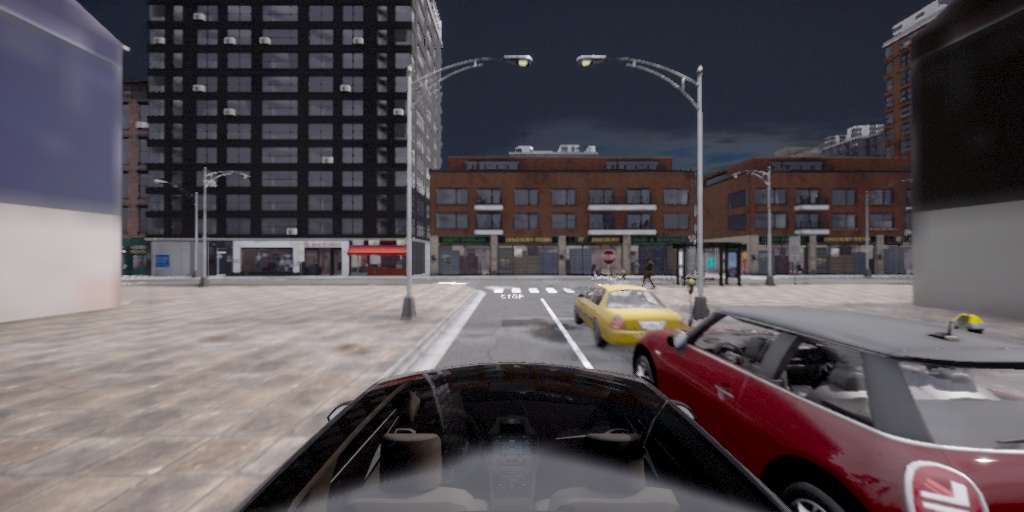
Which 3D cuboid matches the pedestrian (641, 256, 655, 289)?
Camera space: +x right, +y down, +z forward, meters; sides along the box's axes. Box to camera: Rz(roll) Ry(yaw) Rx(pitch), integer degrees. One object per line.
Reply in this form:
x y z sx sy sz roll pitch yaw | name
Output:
7.358 0.881 19.405 0.375 1.860 0.375 0 0 0 | pedestrian

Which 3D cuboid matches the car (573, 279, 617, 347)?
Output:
2.641 1.268 9.084 1.751 1.417 4.829 0 0 0 | car

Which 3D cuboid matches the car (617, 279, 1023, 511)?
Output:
2.639 1.188 3.477 1.967 1.591 4.097 0 0 0 | car

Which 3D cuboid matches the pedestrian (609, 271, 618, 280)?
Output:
5.389 1.256 18.803 0.500 1.100 0.500 0 0 0 | pedestrian

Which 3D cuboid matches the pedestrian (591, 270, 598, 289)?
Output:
4.648 1.252 20.004 0.500 1.100 0.500 0 0 0 | pedestrian
